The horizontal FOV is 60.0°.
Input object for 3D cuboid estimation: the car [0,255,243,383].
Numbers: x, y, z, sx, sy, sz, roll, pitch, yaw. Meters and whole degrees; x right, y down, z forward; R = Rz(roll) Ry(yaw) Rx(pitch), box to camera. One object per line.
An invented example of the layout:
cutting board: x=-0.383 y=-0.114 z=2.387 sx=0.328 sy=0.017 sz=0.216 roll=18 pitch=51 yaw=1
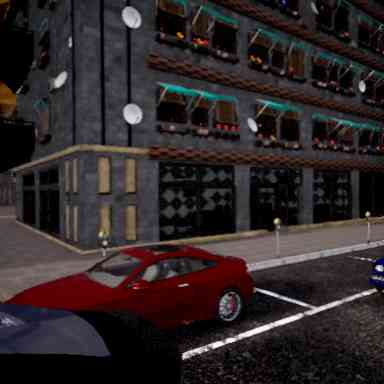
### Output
car: x=-2.234 y=1.492 z=1.477 sx=4.902 sy=1.511 sz=2.128 roll=0 pitch=0 yaw=-35

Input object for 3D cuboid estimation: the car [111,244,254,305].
car: x=-0.774 y=1.584 z=5.558 sx=4.206 sy=1.307 sz=1.802 roll=0 pitch=-1 yaw=-35

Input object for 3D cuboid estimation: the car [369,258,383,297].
car: x=5.896 y=1.605 z=7.273 sx=4.718 sy=1.301 sz=1.895 roll=0 pitch=0 yaw=-35
